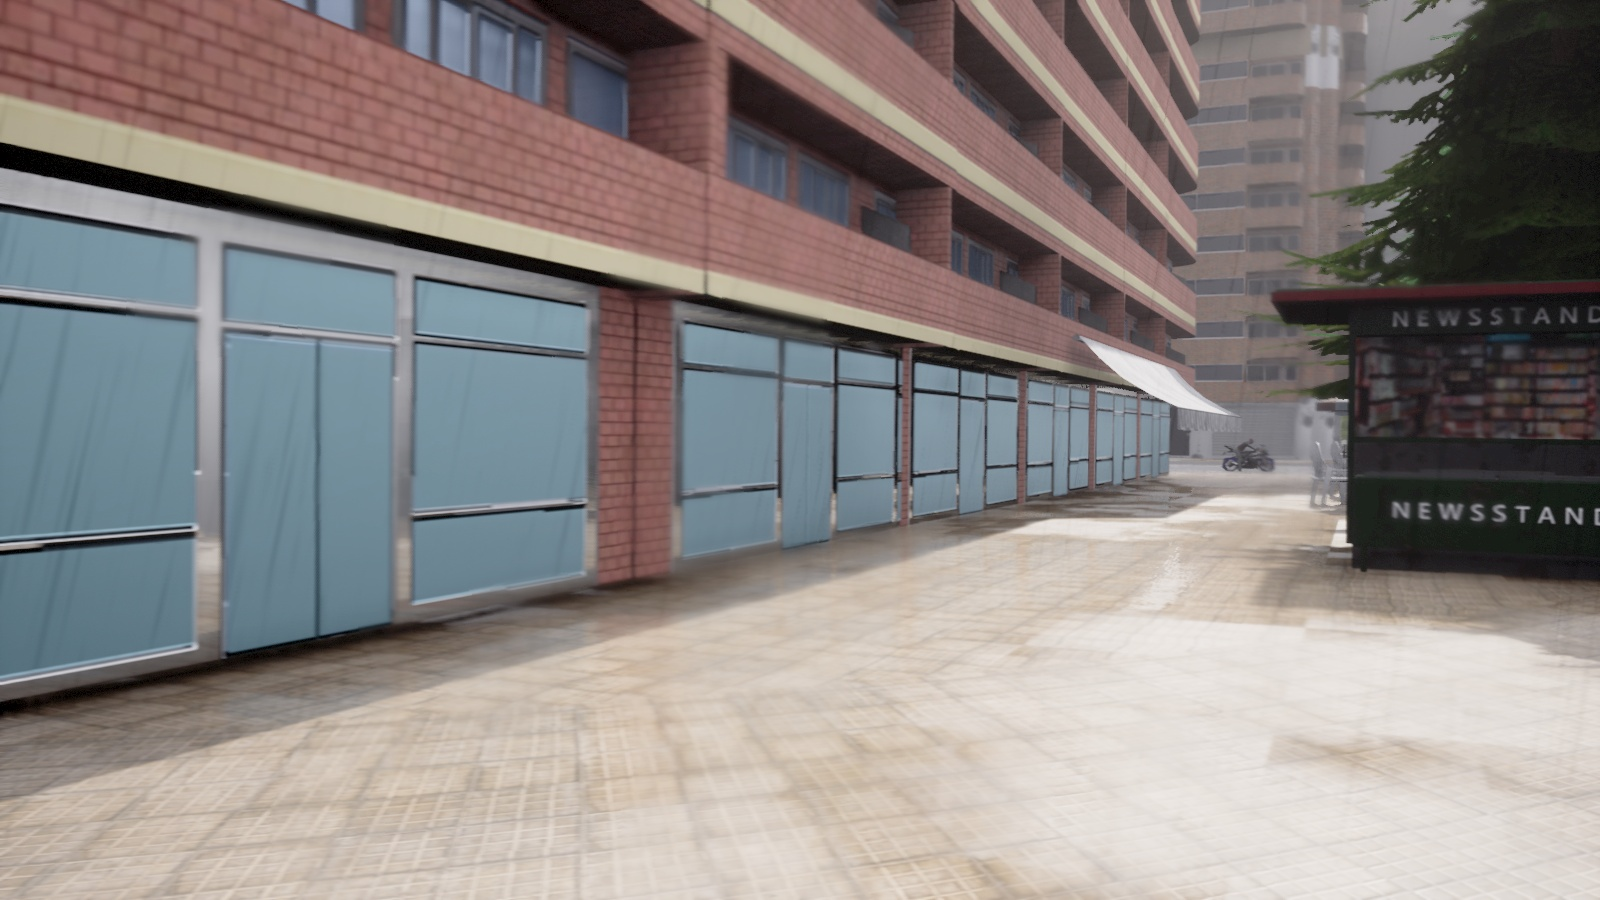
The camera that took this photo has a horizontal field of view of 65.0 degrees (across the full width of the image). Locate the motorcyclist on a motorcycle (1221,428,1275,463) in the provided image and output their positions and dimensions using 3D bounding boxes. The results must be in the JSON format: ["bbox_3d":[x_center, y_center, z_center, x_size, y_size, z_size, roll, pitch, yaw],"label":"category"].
[{"bbox_3d":[19.948,-0.187,55.956,2.191,1.530,0.866,0,1,24],"label":"motorcyclist on a motorcycle"}]
